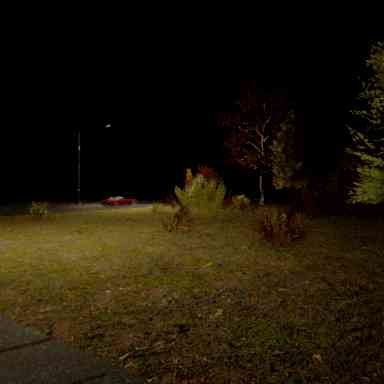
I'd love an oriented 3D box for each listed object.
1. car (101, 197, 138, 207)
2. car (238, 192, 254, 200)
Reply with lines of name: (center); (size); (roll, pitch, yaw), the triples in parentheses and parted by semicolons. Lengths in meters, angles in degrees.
car: (-9.427, 1.257, 43.525); (1.895, 1.301, 4.718); (2, 2, 40)
car: (10.974, 0.827, 67.890); (2.128, 1.511, 4.902); (2, 2, 39)
